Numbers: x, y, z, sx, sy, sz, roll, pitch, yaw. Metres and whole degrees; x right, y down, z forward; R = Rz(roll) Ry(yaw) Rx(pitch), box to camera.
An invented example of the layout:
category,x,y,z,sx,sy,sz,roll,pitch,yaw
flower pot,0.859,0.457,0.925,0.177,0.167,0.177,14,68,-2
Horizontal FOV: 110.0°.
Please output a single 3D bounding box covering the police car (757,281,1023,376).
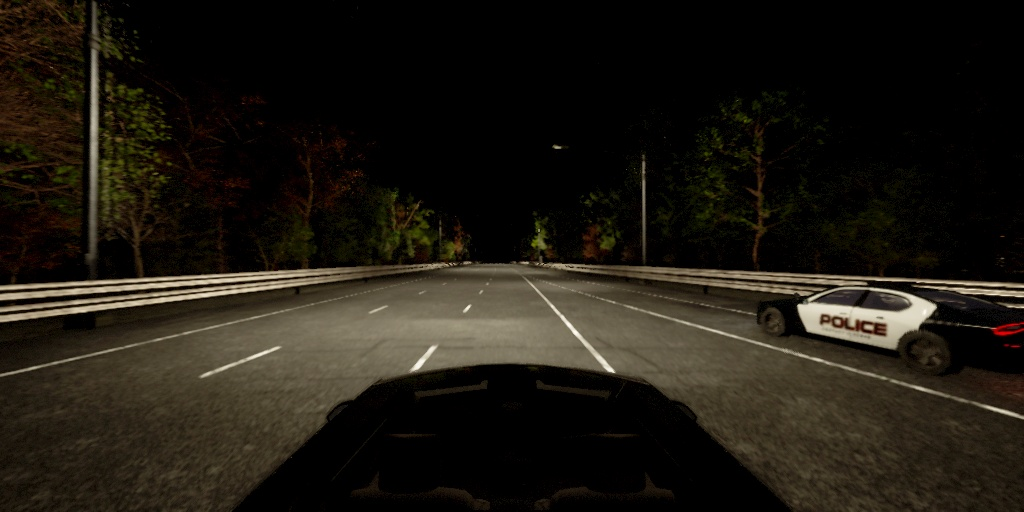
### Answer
category,x,y,z,sx,sy,sz,roll,pitch,yaw
police car,7.802,1.323,7.799,2.038,1.542,4.974,0,-1,-9
